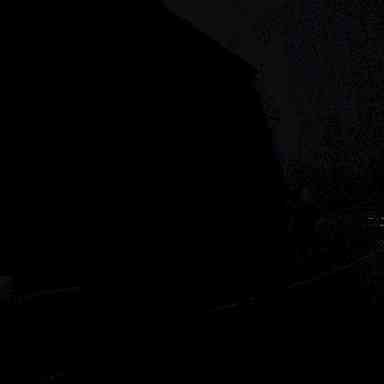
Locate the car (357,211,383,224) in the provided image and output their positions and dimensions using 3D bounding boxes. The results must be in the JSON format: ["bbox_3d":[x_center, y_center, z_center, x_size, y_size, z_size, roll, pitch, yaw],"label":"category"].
[{"bbox_3d":[20.585,2.923,38.455,1.837,1.490,4.892,-1,-3,10],"label":"car"}]

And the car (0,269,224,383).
[{"bbox_3d":[-1.766,1.545,3.005,4.674,1.442,1.812,1,-1,-37],"label":"car"}]
